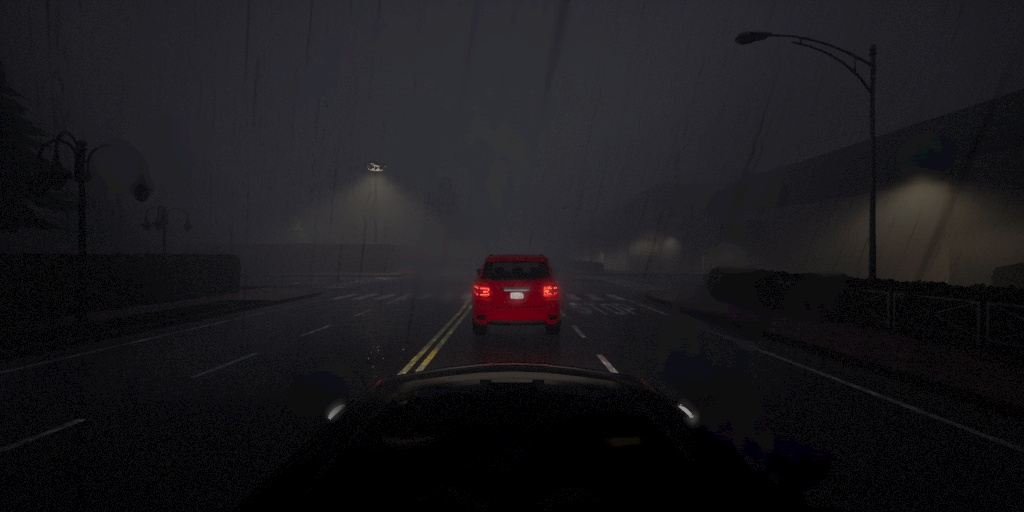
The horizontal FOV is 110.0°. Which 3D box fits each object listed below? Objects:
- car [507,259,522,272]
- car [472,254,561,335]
[{"bbox_3d":[0.348,1.228,46.328,1.882,1.535,5.008,0,0,1],"label":"car"},{"bbox_3d":[0.118,0.971,10.640,2.150,2.045,5.566,0,0,0],"label":"car"}]
